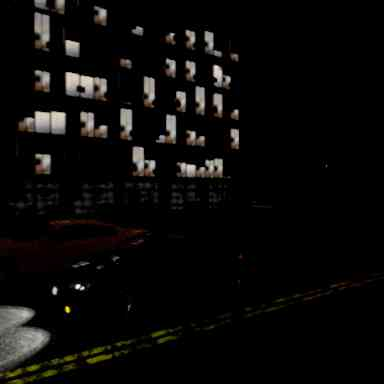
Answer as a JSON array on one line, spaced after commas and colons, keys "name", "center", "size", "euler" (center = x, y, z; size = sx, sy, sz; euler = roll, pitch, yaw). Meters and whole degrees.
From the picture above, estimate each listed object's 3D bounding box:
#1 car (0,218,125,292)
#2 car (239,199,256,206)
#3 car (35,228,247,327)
[{"name": "car", "center": [-3.513, 1.500, 9.163], "size": [5.008, 1.535, 1.882], "euler": [1, 0, -35]}, {"name": "car", "center": [10.604, 2.085, 66.984], "size": [1.895, 1.301, 4.718], "euler": [0, 0, -33]}, {"name": "car", "center": [-0.817, 1.595, 7.093], "size": [4.181, 1.385, 1.994], "euler": [1, 0, -35]}]
